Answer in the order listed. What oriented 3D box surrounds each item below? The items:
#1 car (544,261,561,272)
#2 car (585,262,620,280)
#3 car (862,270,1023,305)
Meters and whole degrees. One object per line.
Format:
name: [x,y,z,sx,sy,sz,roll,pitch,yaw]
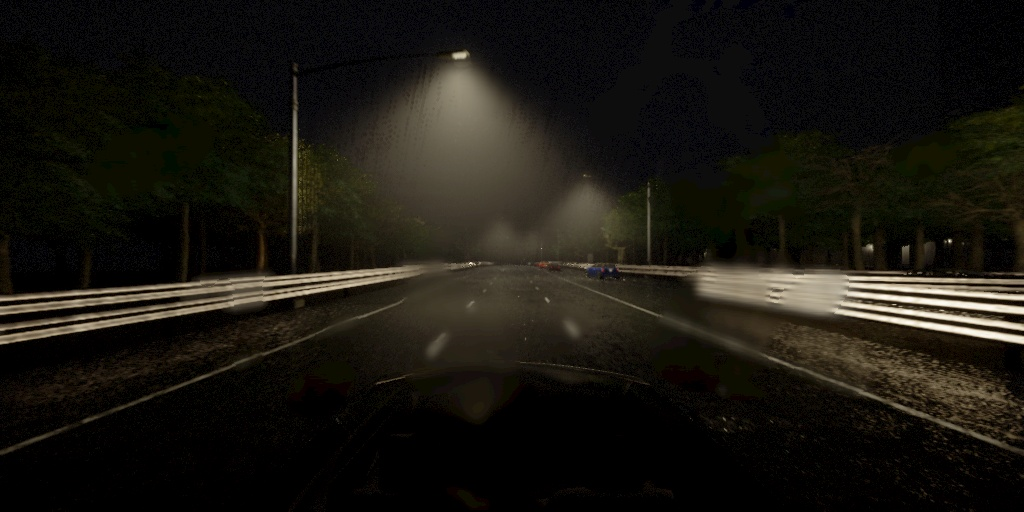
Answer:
car: [6.786,1.830,58.114,2.033,1.411,5.357,0,0,2]
car: [9.305,1.465,37.305,2.097,1.767,4.553,0,-1,-11]
car: [16.990,1.317,14.638,1.837,1.490,4.892,0,-1,-24]
